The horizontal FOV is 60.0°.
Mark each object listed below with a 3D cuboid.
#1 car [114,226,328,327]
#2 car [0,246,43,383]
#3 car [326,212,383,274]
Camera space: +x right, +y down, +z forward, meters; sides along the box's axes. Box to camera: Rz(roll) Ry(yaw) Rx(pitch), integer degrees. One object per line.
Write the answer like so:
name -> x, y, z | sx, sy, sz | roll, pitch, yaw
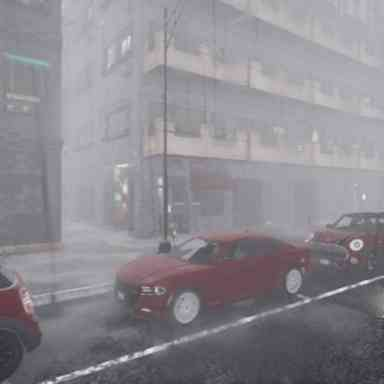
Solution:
car -> 0.626, 1.516, 6.987 | 4.507, 1.381, 1.887 | 0, 1, -35
car -> -4.013, 1.448, 3.692 | 4.097, 1.590, 1.967 | 0, 1, -35
car -> 5.264, 1.376, 10.280 | 4.097, 1.590, 1.967 | 0, 1, -35
